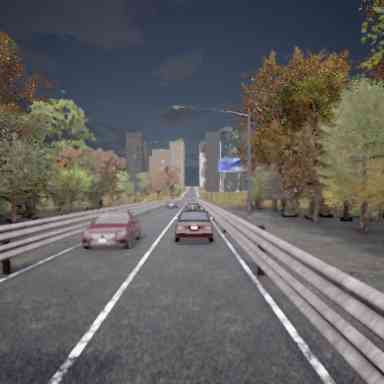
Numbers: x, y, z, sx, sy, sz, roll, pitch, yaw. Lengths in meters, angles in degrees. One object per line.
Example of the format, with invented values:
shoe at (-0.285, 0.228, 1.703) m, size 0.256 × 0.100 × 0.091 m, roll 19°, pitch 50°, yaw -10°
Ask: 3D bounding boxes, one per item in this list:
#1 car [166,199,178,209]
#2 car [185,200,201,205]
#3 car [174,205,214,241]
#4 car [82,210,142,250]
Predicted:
car at (-3.318, 1.983, 55.601) m, size 2.128 × 1.511 × 4.902 m, roll 0°, pitch -1°, yaw 0°
car at (0.096, 1.828, 42.902) m, size 2.128 × 1.511 × 4.902 m, roll 0°, pitch -1°, yaw 0°
car at (0.097, 1.604, 16.852) m, size 2.033 × 1.411 × 5.357 m, roll 0°, pitch 0°, yaw 0°
car at (-3.340, 1.569, 14.702) m, size 1.812 × 1.442 × 4.674 m, roll 0°, pitch 0°, yaw 0°
